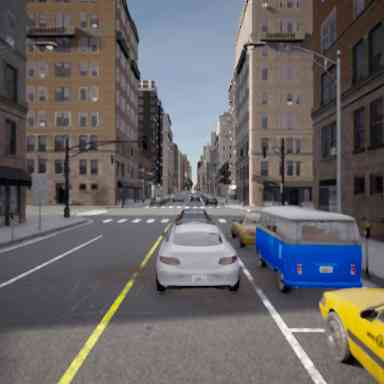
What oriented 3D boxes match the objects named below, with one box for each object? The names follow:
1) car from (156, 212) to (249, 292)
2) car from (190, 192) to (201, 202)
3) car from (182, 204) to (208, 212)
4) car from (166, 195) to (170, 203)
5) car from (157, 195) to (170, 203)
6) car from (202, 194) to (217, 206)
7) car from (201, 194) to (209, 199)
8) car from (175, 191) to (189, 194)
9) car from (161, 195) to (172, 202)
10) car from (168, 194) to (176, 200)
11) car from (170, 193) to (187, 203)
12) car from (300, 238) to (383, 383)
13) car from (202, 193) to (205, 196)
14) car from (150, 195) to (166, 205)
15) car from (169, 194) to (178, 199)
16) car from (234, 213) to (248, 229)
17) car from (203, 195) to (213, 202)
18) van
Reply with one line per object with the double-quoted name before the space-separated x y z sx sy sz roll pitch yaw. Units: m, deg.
"car" 0.095 1.493 8.715 1.812 1.442 4.674 0 0 -1
"car" 0.653 1.268 67.956 1.812 1.442 4.674 0 0 1
"car" 0.100 1.502 16.673 1.994 1.385 4.181 0 0 0
"car" -5.437 1.351 57.464 1.947 1.339 4.313 1 0 1
"car" -5.364 1.314 62.993 2.008 1.369 4.403 1 0 1
"car" 3.015 1.372 51.827 1.947 1.339 4.313 1 0 1
"car" 3.527 1.202 90.538 2.008 1.369 4.403 1 0 1
"car" -2.325 1.231 77.238 2.128 1.511 4.902 0 0 1
"car" -5.290 1.286 68.522 1.887 1.381 4.507 1 0 1
"car" -5.072 1.200 84.938 1.752 1.417 4.829 1 0 1
"car" -2.568 1.330 62.171 1.994 1.385 4.181 0 0 1
"car" 2.677 1.514 2.987 1.752 1.417 4.829 1 0 0
"car" 3.088 1.329 57.357 1.887 1.381 4.507 1 0 1
"car" -5.511 1.388 51.936 1.802 1.307 4.206 1 0 1
"car" -4.998 1.218 90.637 1.947 1.339 4.313 1 0 1
"car" 2.683 1.472 14.333 1.752 1.417 4.829 1 0 0
"car" 3.235 1.285 68.417 1.887 1.381 4.507 1 0 1
"van" 2.682 1.309 8.489 1.690 1.788 3.998 1 0 0
